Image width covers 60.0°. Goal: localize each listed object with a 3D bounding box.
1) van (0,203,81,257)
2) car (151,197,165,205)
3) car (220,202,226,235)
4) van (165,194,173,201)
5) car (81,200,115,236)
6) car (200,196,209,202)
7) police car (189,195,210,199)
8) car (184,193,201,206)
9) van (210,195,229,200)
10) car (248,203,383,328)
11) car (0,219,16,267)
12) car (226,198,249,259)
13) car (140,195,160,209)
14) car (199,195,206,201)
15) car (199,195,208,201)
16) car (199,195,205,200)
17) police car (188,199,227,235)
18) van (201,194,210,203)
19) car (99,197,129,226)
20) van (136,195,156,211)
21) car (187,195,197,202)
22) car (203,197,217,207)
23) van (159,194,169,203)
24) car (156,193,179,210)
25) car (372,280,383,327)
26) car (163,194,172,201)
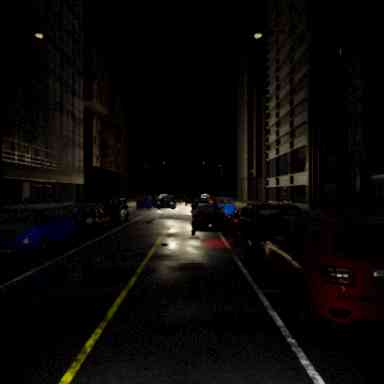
[{"bbox_3d":[-5.768,1.333,12.485,1.690,1.788,3.998,0,0,0],"label":"van"},{"bbox_3d":[-5.789,1.523,57.361,2.008,1.369,4.403,0,0,0],"label":"car"},{"bbox_3d":[2.754,1.515,18.281,1.752,1.417,4.829,0,0,0],"label":"car"},{"bbox_3d":[-5.802,1.306,85.409,1.690,1.788,3.998,0,0,0],"label":"van"},{"bbox_3d":[-5.771,1.429,18.095,1.967,1.590,4.097,0,0,0],"label":"car"},{"bbox_3d":[2.728,1.513,74.202,1.887,1.381,4.507,0,0,0],"label":"car"},{"bbox_3d":[0.883,1.407,34.781,1.930,1.638,5.238,0,0,0],"label":"police car"},{"bbox_3d":[-0.024,1.196,52.580,2.150,2.045,5.566,0,0,0],"label":"car"},{"bbox_3d":[2.749,1.325,29.329,1.690,1.788,3.998,0,0,0],"label":"van"},{"bbox_3d":[2.760,1.311,6.892,2.192,1.841,5.009,0,0,0],"label":"car"},{"bbox_3d":[-5.765,1.521,6.706,1.752,1.417,4.829,0,0,0],"label":"car"},{"bbox_3d":[2.757,1.307,12.501,2.192,1.841,5.009,0,0,0],"label":"car"},{"bbox_3d":[-5.784,1.291,46.142,2.192,1.841,5.009,0,0,0],"label":"car"},{"bbox_3d":[2.722,1.490,85.590,1.752,1.417,4.829,0,0,0],"label":"car"},{"bbox_3d":[2.725,1.532,79.811,1.947,1.339,4.313,0,0,0],"label":"car"},{"bbox_3d":[2.719,1.490,91.200,1.752,1.417,4.829,0,0,0],"label":"car"},{"bbox_3d":[0.891,1.415,18.781,1.930,1.638,5.238,0,0,0],"label":"police car"},{"bbox_3d":[2.731,1.311,68.592,1.690,1.788,3.998,0,0,0],"label":"van"},{"bbox_3d":[-5.773,1.301,23.704,2.192,1.841,5.009,0,0,0],"label":"car"},{"bbox_3d":[-5.781,1.319,40.533,1.690,1.788,3.998,0,0,0],"label":"van"},{"bbox_3d":[-0.033,1.357,69.839,2.128,1.511,4.902,0,0,0],"label":"car"},{"bbox_3d":[2.738,1.519,51.765,1.887,1.381,4.507,0,0,0],"label":"car"},{"bbox_3d":[-5.795,1.310,68.580,1.690,1.788,3.998,0,0,0],"label":"van"},{"bbox_3d":[-3.108,1.330,41.223,2.097,1.767,4.553,0,0,0],"label":"car"},{"bbox_3d":[2.762,1.581,1.283,1.802,1.307,4.206,0,0,0],"label":"car"},{"bbox_3d":[-5.800,1.406,79.799,1.967,1.590,4.097,0,0,0],"label":"car"}]
